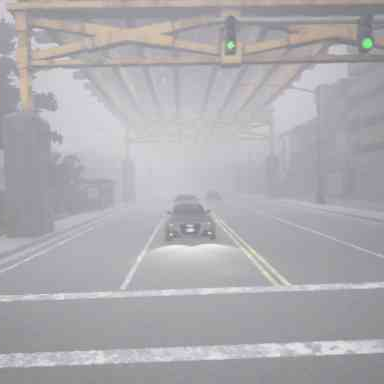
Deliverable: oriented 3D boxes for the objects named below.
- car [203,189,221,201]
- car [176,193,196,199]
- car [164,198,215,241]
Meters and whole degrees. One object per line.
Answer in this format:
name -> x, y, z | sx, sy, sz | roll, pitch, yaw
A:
car -> 2.674, 0.379, 43.892 | 1.812, 1.442, 4.674 | -2, 1, -2
car -> -0.455, 0.877, 24.872 | 1.882, 1.535, 5.008 | -2, 1, -1
car -> -0.153, 1.206, 14.453 | 1.994, 1.385, 4.181 | -2, 1, -3
